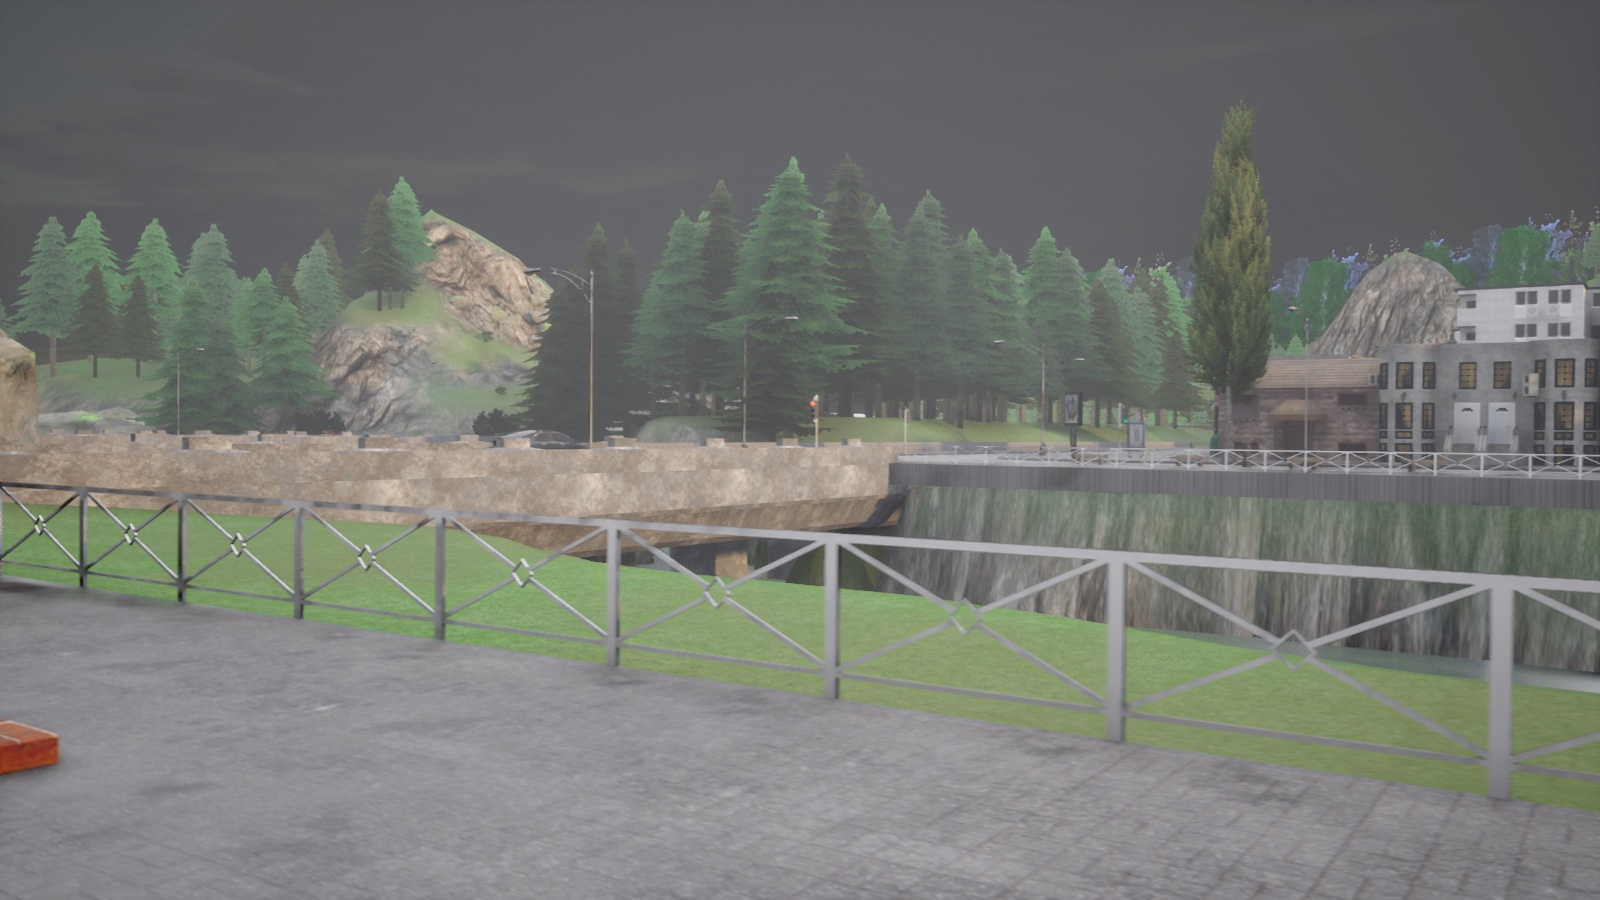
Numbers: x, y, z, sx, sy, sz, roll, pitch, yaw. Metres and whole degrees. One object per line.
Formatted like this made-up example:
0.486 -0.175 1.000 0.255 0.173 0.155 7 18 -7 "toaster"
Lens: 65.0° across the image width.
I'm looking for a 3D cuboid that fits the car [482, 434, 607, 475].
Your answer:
-9.898 0.155 49.062 1.837 1.490 4.892 0 1 34 "car"
